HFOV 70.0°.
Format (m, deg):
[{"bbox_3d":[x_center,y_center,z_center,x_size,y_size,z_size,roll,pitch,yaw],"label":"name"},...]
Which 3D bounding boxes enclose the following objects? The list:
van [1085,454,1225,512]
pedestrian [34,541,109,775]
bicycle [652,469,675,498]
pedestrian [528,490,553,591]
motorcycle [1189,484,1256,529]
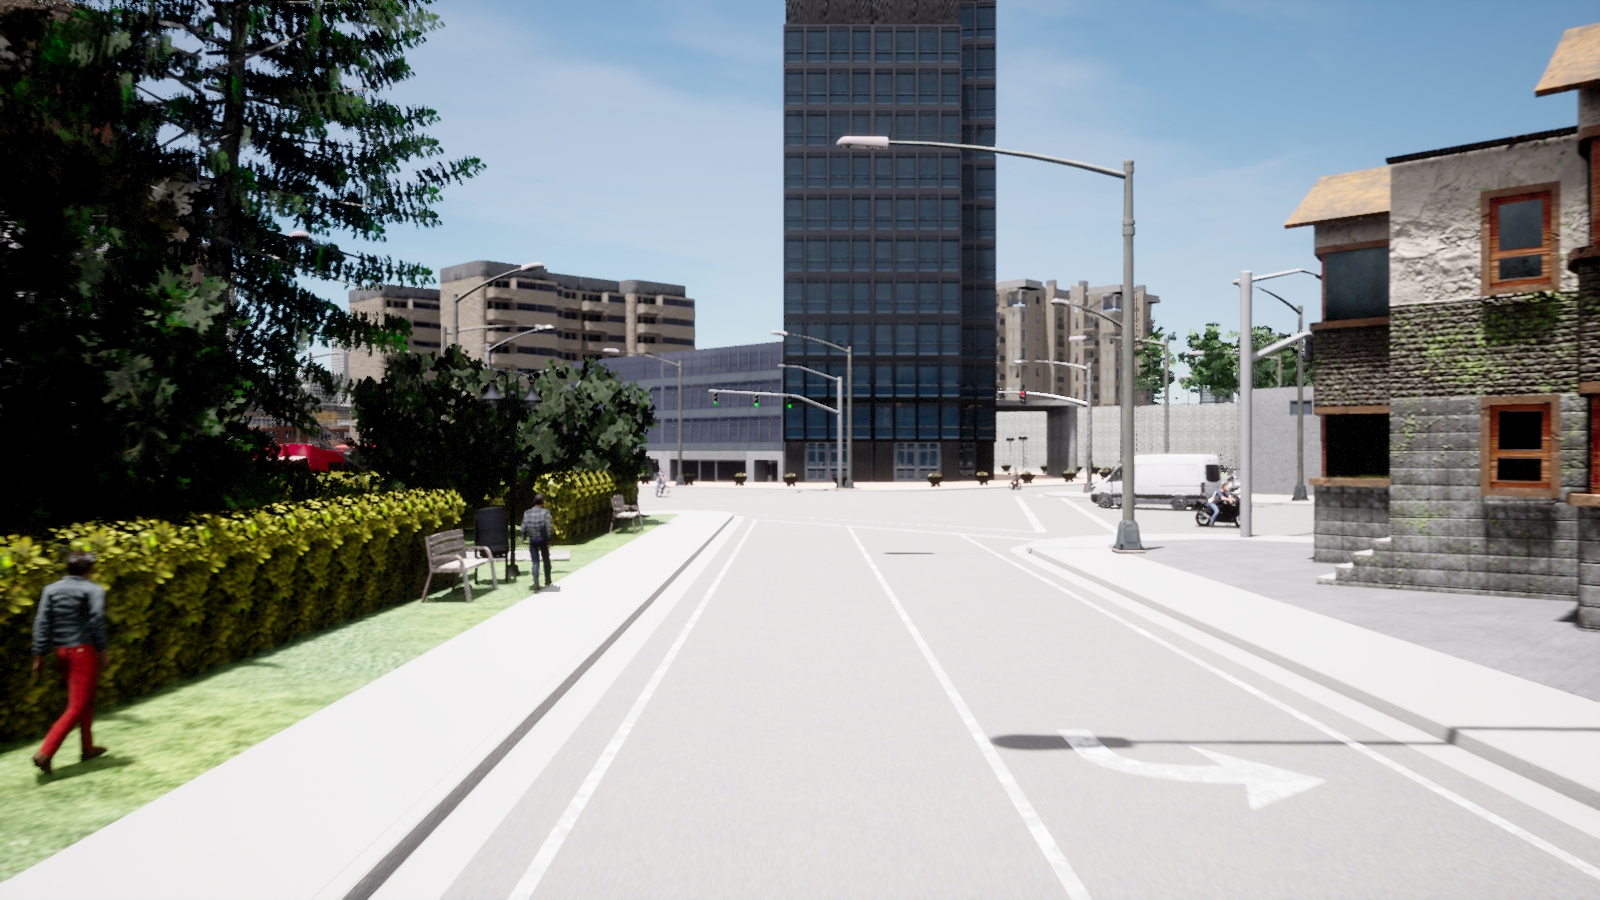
[{"bbox_3d":[16.392,1.495,53.053,5.915,2.561,1.988,-1,-1,43],"label":"van"},{"bbox_3d":[-6.028,1.698,9.463,0.375,1.860,0.375,0,0,7],"label":"pedestrian"},{"bbox_3d":[-8.203,1.989,68.590,1.643,1.717,0.373,0,0,44],"label":"bicycle"},{"bbox_3d":[-4.873,1.694,21.448,0.375,1.860,0.375,0,0,3],"label":"pedestrian"},{"bbox_3d":[14.758,1.956,39.907,0.803,1.505,2.033,0,0,-45],"label":"motorcycle"}]
